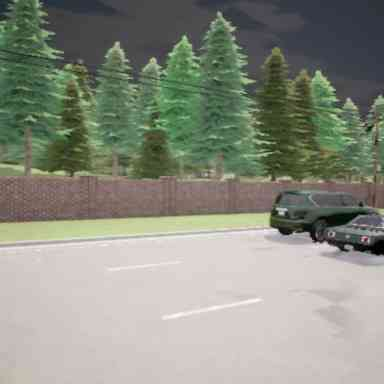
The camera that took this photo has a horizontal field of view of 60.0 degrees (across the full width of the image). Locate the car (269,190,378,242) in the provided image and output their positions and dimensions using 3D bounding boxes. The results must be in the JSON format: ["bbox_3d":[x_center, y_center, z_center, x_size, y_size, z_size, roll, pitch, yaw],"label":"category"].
[{"bbox_3d":[6.015,0.955,14.809,5.566,2.045,2.150,0,1,-28],"label":"car"}]

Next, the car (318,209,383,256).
[{"bbox_3d":[6.809,1.422,11.283,4.718,1.301,1.895,0,1,-28],"label":"car"}]
